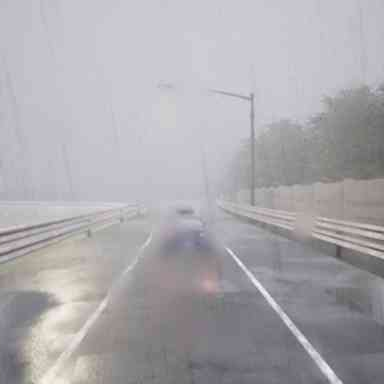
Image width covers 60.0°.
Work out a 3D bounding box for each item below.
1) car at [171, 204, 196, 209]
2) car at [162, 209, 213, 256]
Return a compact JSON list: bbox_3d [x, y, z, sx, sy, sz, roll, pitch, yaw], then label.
[{"bbox_3d":[-0.741,1.746,27.731,1.837,1.490,4.892,0,0,-1],"label":"car"},{"bbox_3d":[-0.206,1.645,13.483,1.812,1.442,4.674,0,-1,-2],"label":"car"}]
